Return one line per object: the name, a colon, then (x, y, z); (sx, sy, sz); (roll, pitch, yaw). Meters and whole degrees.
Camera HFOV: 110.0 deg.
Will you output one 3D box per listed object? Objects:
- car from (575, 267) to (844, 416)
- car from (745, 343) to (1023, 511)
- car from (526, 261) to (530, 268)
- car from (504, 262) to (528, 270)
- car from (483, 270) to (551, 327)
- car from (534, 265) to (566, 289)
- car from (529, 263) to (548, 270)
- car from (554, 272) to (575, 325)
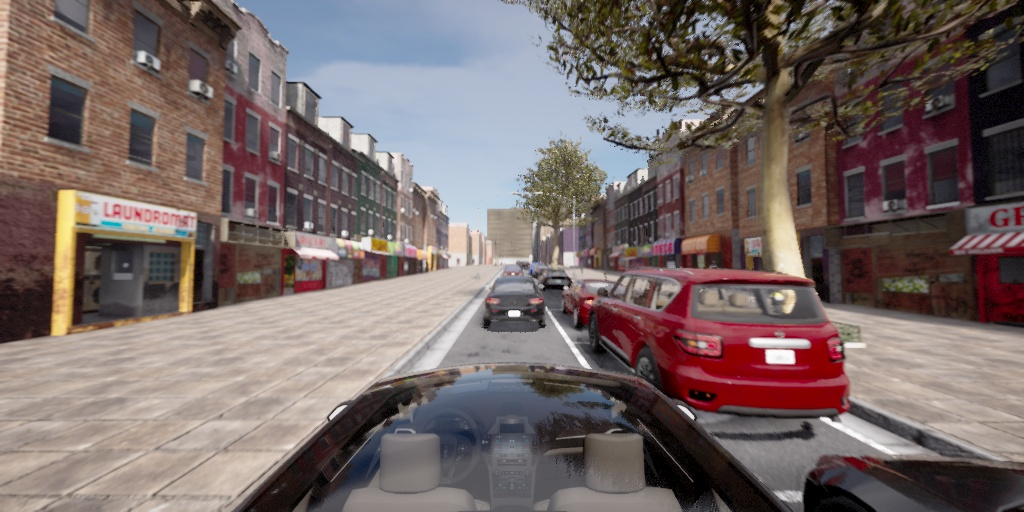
car: (2.639, 1.107, 5.942); (2.192, 1.841, 5.009); (0, 0, 0)
car: (2.640, 1.301, 0.383); (1.948, 1.339, 4.313); (0, 0, 0)
car: (3.011, 1.525, 42.828); (1.882, 1.535, 5.008); (0, 0, 0)
car: (0.091, 1.526, 31.365); (2.033, 1.411, 5.357); (0, 0, 0)
car: (0.077, 1.372, 11.778); (1.812, 1.442, 4.674); (0, 0, 0)
car: (2.638, 1.492, 22.614); (1.948, 1.339, 4.313); (0, 0, 0)
car: (3.020, 1.530, 35.823); (1.812, 1.442, 4.674); (0, 0, 0)
car: (2.639, 1.389, 11.500); (1.888, 1.381, 4.507); (0, 0, 0)
